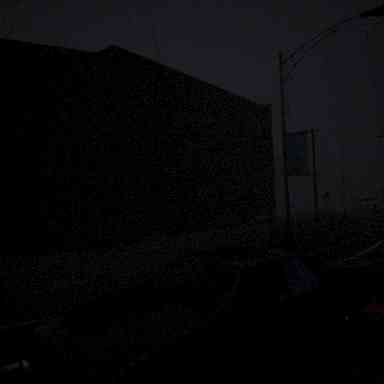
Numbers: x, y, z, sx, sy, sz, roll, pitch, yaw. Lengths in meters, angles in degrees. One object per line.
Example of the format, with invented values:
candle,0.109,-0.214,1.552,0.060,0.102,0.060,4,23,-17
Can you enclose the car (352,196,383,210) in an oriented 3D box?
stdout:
car,20.897,1.536,39.857,2.150,2.045,5.566,-3,-2,9

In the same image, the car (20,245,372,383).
car,0.636,1.555,4.786,5.357,1.411,2.033,0,0,-39
